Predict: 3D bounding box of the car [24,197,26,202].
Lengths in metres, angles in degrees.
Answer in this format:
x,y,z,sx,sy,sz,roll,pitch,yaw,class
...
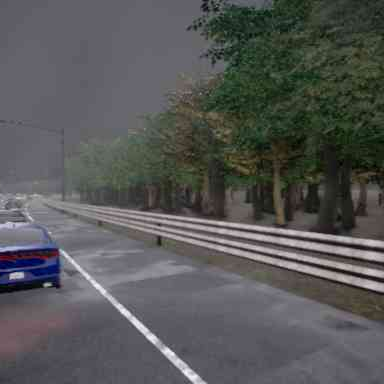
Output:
x,y,z,sx,sy,sz,roll,pitch,yaw,class
-38.754,2.077,74.222,1.882,1.535,5.008,-1,0,-25,car

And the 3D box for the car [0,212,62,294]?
x,y,z,sx,sy,sz,roll,pitch,yaw,class
-4.725,1.541,8.812,1.882,1.535,5.008,-1,0,-30,car

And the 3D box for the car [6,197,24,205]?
x,y,z,sx,sy,sz,roll,pitch,yaw,class
-28.262,1.803,52.760,2.097,1.767,4.553,-1,0,-27,car

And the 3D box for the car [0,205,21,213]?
x,y,z,sx,sy,sz,roll,pitch,yaw,class
-11.219,1.736,20.422,1.994,1.385,4.181,-1,0,-29,car
